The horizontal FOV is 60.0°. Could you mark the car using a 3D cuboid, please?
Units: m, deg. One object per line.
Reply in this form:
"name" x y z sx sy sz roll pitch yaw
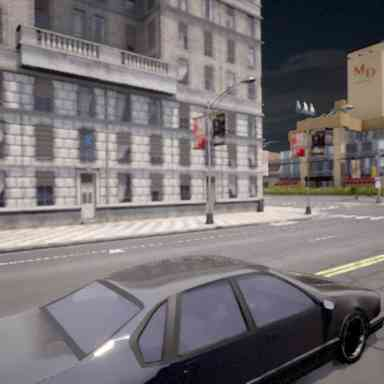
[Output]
"car" 0.198 1.516 3.961 5.357 1.411 2.033 -1 1 -36
